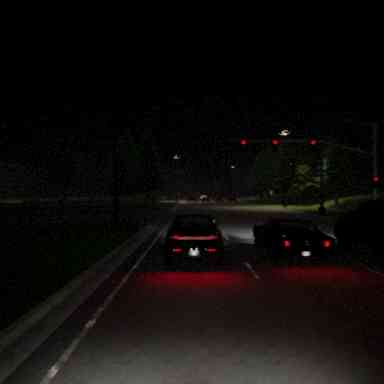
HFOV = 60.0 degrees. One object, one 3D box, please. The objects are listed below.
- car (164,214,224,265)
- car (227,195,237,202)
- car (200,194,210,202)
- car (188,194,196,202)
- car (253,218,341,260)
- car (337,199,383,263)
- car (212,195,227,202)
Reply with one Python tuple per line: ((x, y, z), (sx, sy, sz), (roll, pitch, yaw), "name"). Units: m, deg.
((0.070, 1.532, 11.829), (2.128, 1.511, 4.902), (0, 0, 0), "car")
((10.495, 1.824, 86.104), (1.812, 1.442, 4.674), (0, 0, 0), "car")
((3.495, 1.852, 86.103), (1.994, 1.385, 4.181), (0, 0, 0), "car")
((-0.005, 1.523, 85.717), (2.150, 2.045, 5.566), (0, 0, 0), "car")
((3.574, 1.646, 12.596), (1.895, 1.301, 4.718), (0, 0, 0), "car")
((7.067, 1.263, 11.755), (2.150, 2.045, 5.566), (0, 0, 1), "car")
((6.995, 1.837, 85.687), (2.033, 1.411, 5.357), (0, 0, 0), "car")
